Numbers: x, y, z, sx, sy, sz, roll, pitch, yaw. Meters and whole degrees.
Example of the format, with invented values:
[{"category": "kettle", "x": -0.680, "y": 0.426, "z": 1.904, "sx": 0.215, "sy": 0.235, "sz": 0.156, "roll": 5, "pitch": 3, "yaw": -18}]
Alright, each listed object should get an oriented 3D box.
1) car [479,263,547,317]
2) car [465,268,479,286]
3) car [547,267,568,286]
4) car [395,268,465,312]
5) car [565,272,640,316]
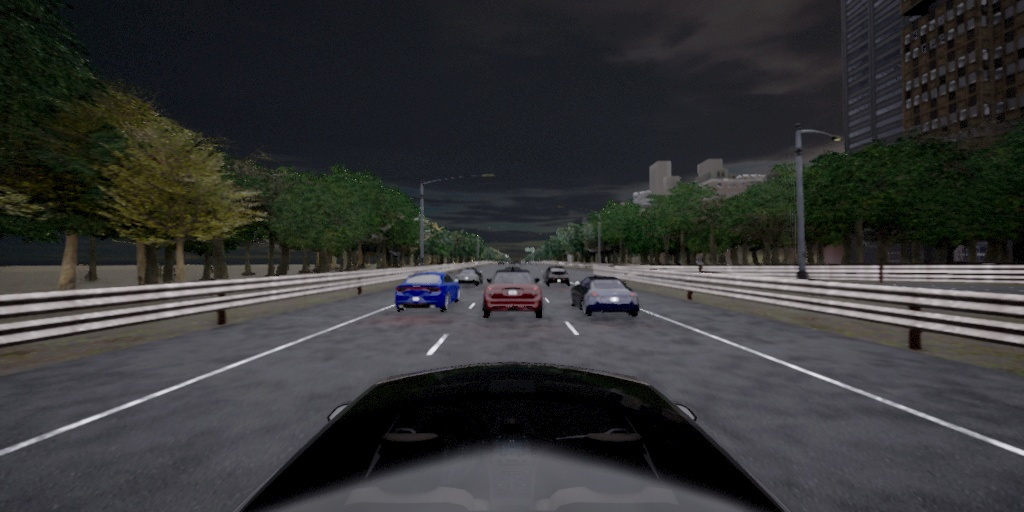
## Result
[{"category": "car", "x": 0.044, "y": 1.271, "z": 14.138, "sx": 2.097, "sy": 1.767, "sz": 4.553, "roll": 0, "pitch": -1, "yaw": 0}, {"category": "car", "x": -3.452, "y": 1.680, "z": 29.387, "sx": 1.994, "sy": 1.385, "sz": 4.181, "roll": 0, "pitch": -1, "yaw": 0}, {"category": "car", "x": 3.545, "y": 1.620, "z": 29.213, "sx": 1.837, "sy": 1.490, "sz": 4.892, "roll": 0, "pitch": 0, "yaw": 0}, {"category": "car", "x": -3.444, "y": 1.415, "z": 15.423, "sx": 1.882, "sy": 1.535, "sz": 5.008, "roll": 0, "pitch": 0, "yaw": 1}, {"category": "car", "x": 3.547, "y": 1.488, "z": 14.365, "sx": 1.994, "sy": 1.385, "sz": 4.181, "roll": 0, "pitch": -1, "yaw": 0}]
